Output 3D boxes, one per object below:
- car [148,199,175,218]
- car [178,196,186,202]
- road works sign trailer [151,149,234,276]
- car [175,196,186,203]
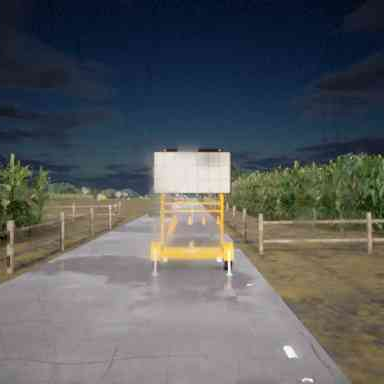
[{"bbox_3d":[-2.832,1.531,30.577,1.837,1.490,4.892,0,0,0],"label":"car"},{"bbox_3d":[-2.699,1.846,90.361,1.837,1.490,4.892,0,0,0],"label":"car"},{"bbox_3d":[0.007,0.465,10.347,2.380,3.560,2.880,0,0,0],"label":"road works sign trailer"},{"bbox_3d":[-2.710,1.559,71.697,2.097,1.767,4.553,0,0,0],"label":"car"}]
